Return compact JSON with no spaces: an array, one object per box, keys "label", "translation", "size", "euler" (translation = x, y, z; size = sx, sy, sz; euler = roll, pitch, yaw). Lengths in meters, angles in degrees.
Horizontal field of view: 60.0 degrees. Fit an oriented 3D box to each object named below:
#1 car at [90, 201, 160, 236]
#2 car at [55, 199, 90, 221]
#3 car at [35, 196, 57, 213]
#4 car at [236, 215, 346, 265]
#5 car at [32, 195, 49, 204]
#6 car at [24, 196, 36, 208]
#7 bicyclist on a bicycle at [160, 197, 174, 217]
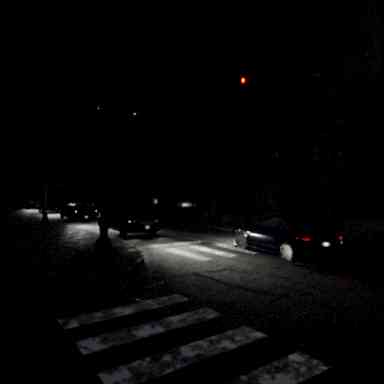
[{"label":"car","translation":[-3.436,1.370,17.557],"size":[2.128,1.511,4.902],"euler":[1,0,-34]},{"label":"car","translation":[-8.652,1.422,25.218],"size":[1.895,1.301,4.718],"euler":[1,0,-34]},{"label":"car","translation":[-13.754,1.330,32.726],"size":[1.994,1.385,4.181],"euler":[1,0,-34]},{"label":"car","translation":[3.249,1.511,11.729],"size":[1.994,1.385,4.181],"euler":[1,0,-21]},{"label":"car","translation":[-25.205,1.236,55.193],"size":[1.895,1.301,4.718],"euler":[1,0,-34]},{"label":"car","translation":[-19.326,1.304,40.951],"size":[1.895,1.301,4.718],"euler":[1,0,-34]},{"label":"bicyclist on a bicycle","translation":[-1.805,1.190,26.248],"size":[1.656,1.620,0.582],"euler":[0,0,-34]}]
